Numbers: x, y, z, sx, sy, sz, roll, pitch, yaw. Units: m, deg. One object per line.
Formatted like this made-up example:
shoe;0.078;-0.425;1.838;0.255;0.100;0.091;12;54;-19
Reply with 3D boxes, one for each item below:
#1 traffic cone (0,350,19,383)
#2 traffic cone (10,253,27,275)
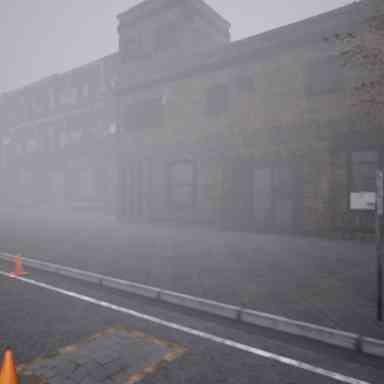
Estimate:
traffic cone;-1.964;1.994;3.564;0.340;0.580;0.340;0;-1;37
traffic cone;-4.969;2.051;9.561;0.340;0.580;0.340;0;-1;37
